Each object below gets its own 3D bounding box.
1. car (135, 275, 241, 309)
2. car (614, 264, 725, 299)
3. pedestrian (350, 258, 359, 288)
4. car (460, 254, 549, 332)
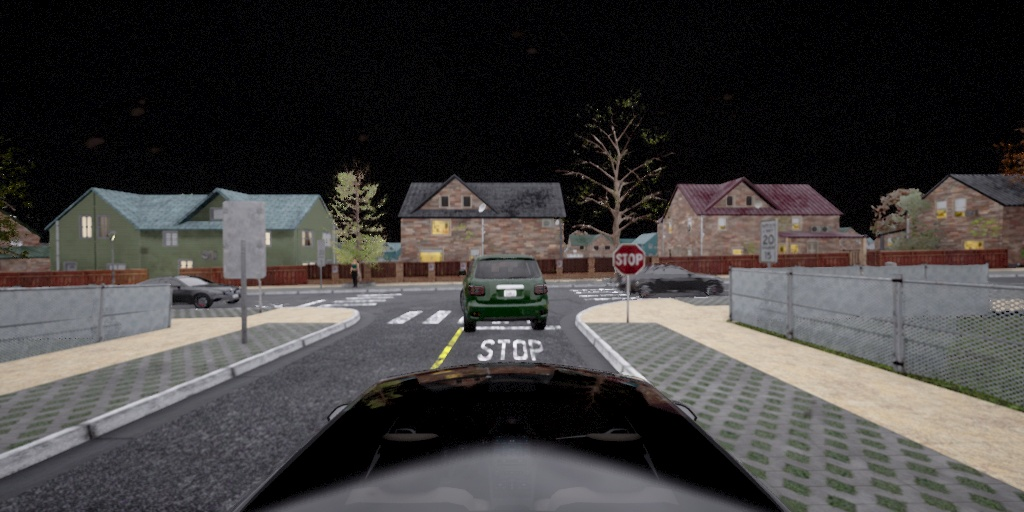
[{"bbox_3d":[-14.823,1.605,16.180,4.674,1.442,1.812,-1,1,0],"label":"car"},{"bbox_3d":[7.039,1.089,16.228,4.674,1.442,1.812,-1,1,0],"label":"car"},{"bbox_3d":[-9.666,1.013,22.043,0.375,1.860,0.375,0,2,0],"label":"pedestrian"},{"bbox_3d":[-0.426,0.977,11.070,2.150,2.045,5.566,0,0,-8],"label":"car"}]
